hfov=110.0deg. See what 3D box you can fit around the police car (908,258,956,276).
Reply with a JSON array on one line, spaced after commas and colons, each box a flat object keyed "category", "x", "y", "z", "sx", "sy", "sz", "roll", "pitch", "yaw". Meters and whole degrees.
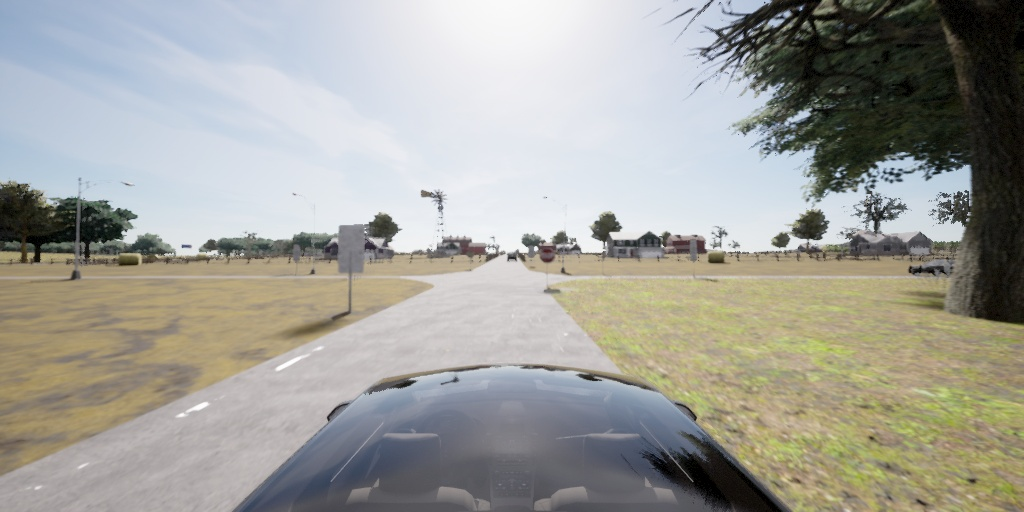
[{"category": "police car", "x": 39.002, "y": 1.003, "z": 32.527, "sx": 5.238, "sy": 1.638, "sz": 1.930, "roll": 0, "pitch": -2, "yaw": 0}]
